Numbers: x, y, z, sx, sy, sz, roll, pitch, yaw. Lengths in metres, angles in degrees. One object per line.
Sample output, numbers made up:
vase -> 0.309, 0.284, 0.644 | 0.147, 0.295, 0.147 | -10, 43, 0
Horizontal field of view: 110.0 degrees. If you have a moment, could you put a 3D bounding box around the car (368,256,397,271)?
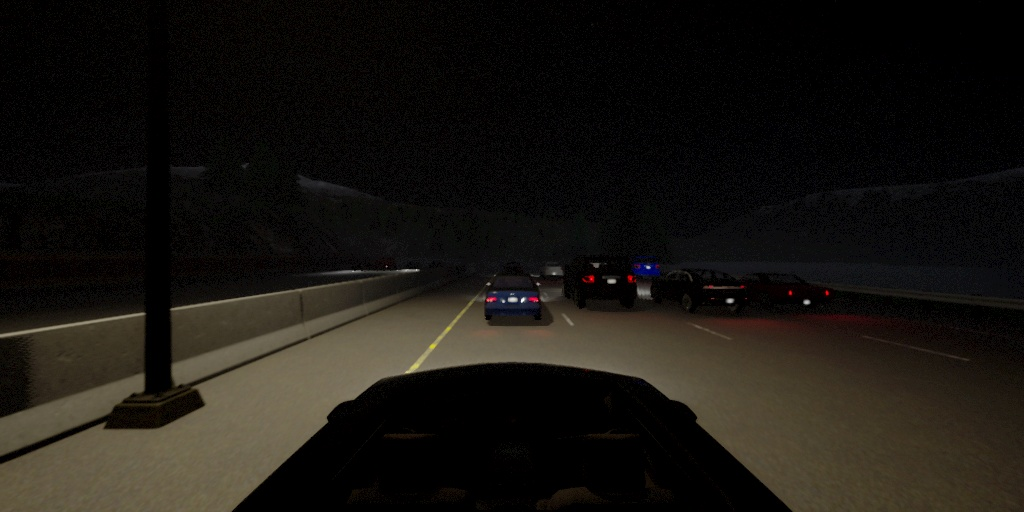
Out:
car -> -17.834, 0.981, 50.557 | 2.150, 2.045, 5.566 | 0, 0, -3

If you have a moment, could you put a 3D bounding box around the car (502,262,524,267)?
car -> 0.079, 1.282, 32.774 | 1.812, 1.442, 4.674 | 0, 0, 0

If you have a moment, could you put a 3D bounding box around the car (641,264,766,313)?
car -> 7.055, 1.242, 13.987 | 2.128, 1.511, 4.902 | 0, 0, 1

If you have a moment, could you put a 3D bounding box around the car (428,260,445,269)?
car -> -10.882, 1.307, 52.067 | 2.033, 1.411, 5.357 | 0, 0, -3

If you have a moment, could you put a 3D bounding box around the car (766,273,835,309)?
car -> 10.564, 1.353, 15.042 | 1.895, 1.301, 4.718 | 0, 0, 0

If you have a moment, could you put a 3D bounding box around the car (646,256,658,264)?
car -> 10.569, 0.980, 30.400 | 2.150, 2.045, 5.566 | 0, 0, 0

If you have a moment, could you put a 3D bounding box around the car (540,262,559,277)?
car -> 3.578, 1.281, 32.721 | 1.812, 1.442, 4.674 | 0, 0, 0

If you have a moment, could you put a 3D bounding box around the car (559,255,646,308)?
car -> 3.567, 0.977, 15.440 | 2.150, 2.045, 5.566 | 0, 0, 0

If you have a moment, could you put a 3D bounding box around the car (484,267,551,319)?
car -> 0.044, 1.300, 12.781 | 2.033, 1.411, 5.357 | 0, 0, 1

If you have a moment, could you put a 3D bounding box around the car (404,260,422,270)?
car -> -14.469, 1.324, 52.766 | 1.994, 1.385, 4.181 | 0, 0, -4

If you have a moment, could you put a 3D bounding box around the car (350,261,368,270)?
car -> -21.367, 1.361, 51.168 | 1.895, 1.301, 4.718 | 0, 0, -3
